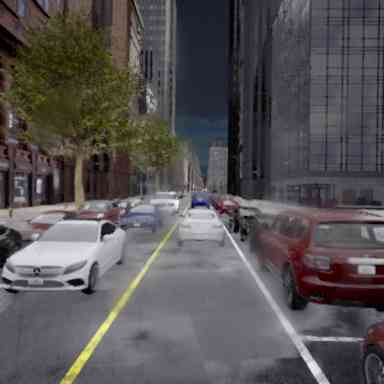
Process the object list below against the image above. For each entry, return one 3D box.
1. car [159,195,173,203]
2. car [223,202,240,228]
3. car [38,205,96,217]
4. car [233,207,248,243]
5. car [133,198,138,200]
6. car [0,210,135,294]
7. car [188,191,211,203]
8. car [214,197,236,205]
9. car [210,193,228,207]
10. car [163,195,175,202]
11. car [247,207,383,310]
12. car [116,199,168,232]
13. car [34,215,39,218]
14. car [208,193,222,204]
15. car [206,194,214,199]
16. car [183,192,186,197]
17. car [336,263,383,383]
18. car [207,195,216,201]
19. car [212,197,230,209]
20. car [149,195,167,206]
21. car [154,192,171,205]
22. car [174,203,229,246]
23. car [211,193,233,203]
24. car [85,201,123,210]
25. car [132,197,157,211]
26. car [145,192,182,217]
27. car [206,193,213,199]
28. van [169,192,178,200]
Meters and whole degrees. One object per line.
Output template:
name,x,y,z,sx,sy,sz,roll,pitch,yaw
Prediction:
car,-4.522,1.186,58.603,1.947,1.339,4.313,1,0,1
car,3.080,1.484,18.933,1.947,1.339,4.313,1,0,1
car,-5.574,1.423,13.499,1.802,1.307,4.206,1,0,1
car,2.948,1.517,13.297,1.947,1.339,4.313,1,0,1
car,-5.311,1.361,24.775,1.802,1.307,4.206,1,0,1
car,-2.929,1.430,8.681,1.812,1.442,4.674,1,0,1
car,0.989,1.008,39.110,2.150,2.045,5.566,1,1,2
car,3.342,1.405,30.208,1.887,1.381,4.507,1,0,1
car,3.740,1.096,47.119,2.192,1.841,5.009,1,0,1
car,-4.391,1.178,64.239,1.802,1.307,4.206,1,0,1
car,2.821,1.299,7.659,2.192,1.841,5.009,1,0,1
car,-2.684,1.371,18.973,1.812,1.442,4.674,1,0,2
car,-5.705,1.440,7.862,1.947,1.339,4.313,1,0,1
car,4.003,1.045,58.394,2.192,1.841,5.009,1,0,1
car,4.656,1.189,86.580,1.887,1.381,4.507,1,0,1
car,-3.732,0.836,92.429,2.192,1.841,5.009,1,0,1
car,2.685,1.602,2.023,1.802,1.307,4.206,1,0,1
car,4.392,1.255,75.305,1.802,1.307,4.206,1,0,1
car,3.605,1.373,41.482,1.947,1.339,4.313,1,0,1
car,-4.785,1.216,47.326,1.887,1.381,4.507,1,0,1
car,-4.651,0.961,52.963,2.192,1.841,5.009,1,0,1
car,0.401,1.436,14.614,1.812,1.442,4.674,1,0,1
car,3.477,1.148,35.845,2.192,1.841,5.009,1,0,1
car,-5.441,1.249,19.135,1.967,1.590,4.097,1,0,1
car,-5.049,1.289,36.051,1.947,1.339,4.313,1,0,1
car,-2.377,1.011,29.602,2.150,2.045,5.566,1,0,2
car,4.788,1.071,92.217,1.967,1.590,4.097,1,0,1
van,-4.127,0.904,75.515,1.690,1.788,3.998,1,0,1
